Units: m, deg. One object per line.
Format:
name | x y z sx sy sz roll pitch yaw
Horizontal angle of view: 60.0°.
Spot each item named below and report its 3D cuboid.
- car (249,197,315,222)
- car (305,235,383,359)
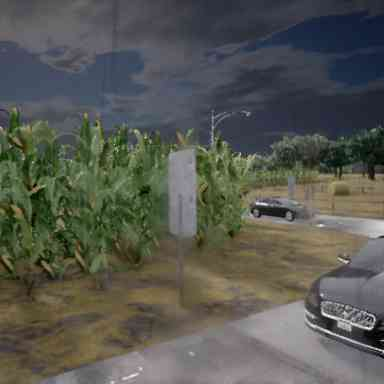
car | 6.051 1.110 22.739 1.837 1.490 4.892 -1 2 -34
car | 3.980 1.503 5.786 4.892 1.490 1.837 0 0 -35
